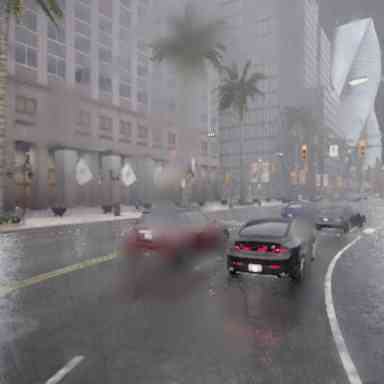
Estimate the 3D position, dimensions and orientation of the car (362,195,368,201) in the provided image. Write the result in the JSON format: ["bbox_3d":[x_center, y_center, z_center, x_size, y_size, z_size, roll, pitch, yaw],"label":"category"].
[{"bbox_3d":[43.323,1.472,84.333,2.033,1.411,5.357,0,0,33],"label":"car"}]

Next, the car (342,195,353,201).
[{"bbox_3d":[40.396,1.484,86.252,1.994,1.385,4.181,0,0,33],"label":"car"}]

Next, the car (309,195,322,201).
[{"bbox_3d":[26.197,1.487,70.829,2.161,1.482,4.786,0,0,33],"label":"car"}]

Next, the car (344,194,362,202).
[{"bbox_3d":[34.190,1.473,70.727,1.837,1.490,4.892,0,0,34],"label":"car"}]

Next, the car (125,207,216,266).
[{"bbox_3d":[-0.328,1.348,11.883,2.097,1.767,4.553,0,0,27],"label":"car"}]

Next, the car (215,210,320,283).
[{"bbox_3d":[2.500,1.501,9.823,1.837,1.490,4.892,0,0,26],"label":"car"}]

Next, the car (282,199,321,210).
[{"bbox_3d":[8.345,1.516,25.859,1.812,1.442,4.674,0,0,34],"label":"car"}]

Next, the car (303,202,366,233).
[{"bbox_3d":[8.803,1.540,19.853,2.033,1.411,5.357,0,0,40],"label":"car"}]

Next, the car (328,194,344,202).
[{"bbox_3d":[31.278,1.328,72.668,2.097,1.767,4.553,0,0,34],"label":"car"}]
